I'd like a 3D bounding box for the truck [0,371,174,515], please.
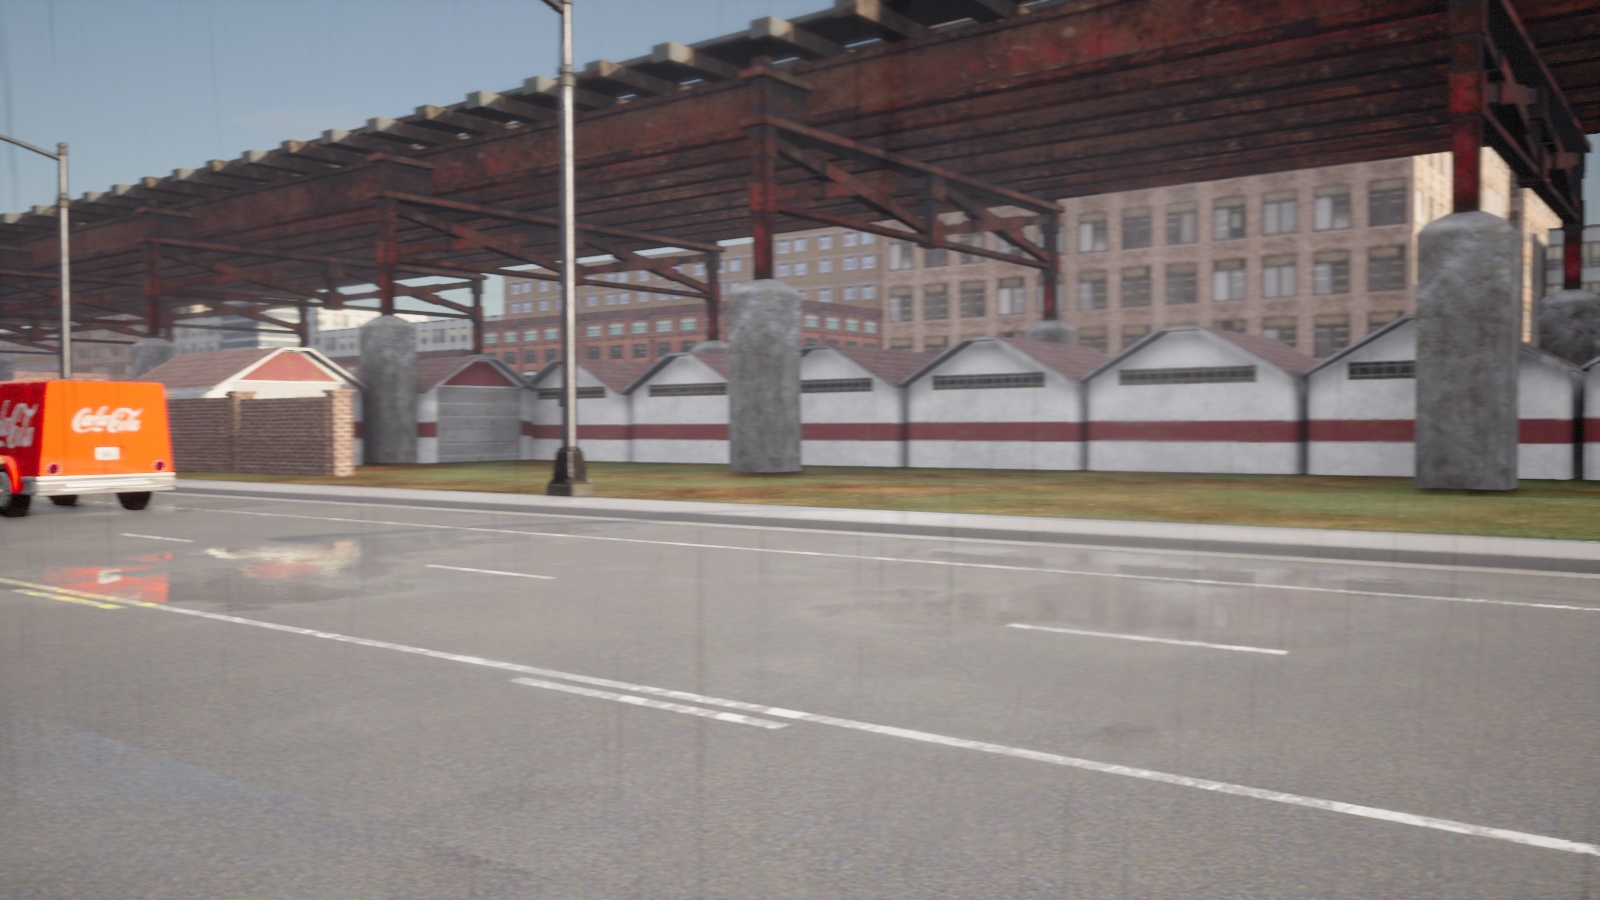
[{"bbox_3d":[-14.616,-0.171,24.036,5.204,2.467,2.627,1,1,37],"label":"truck"}]
